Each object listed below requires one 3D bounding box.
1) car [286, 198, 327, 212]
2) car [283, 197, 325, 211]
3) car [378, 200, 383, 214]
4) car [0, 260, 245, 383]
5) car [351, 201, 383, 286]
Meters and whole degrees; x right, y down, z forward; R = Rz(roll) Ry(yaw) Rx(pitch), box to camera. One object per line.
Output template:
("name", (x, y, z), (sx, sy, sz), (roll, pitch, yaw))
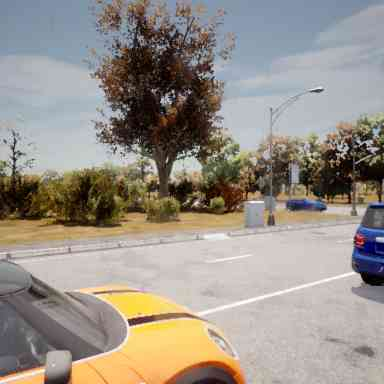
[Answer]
("car", (13.166, 1.478, 38.433), (1.882, 1.535, 5.008), (0, 0, -32))
("car", (14.387, 1.490, 43.047), (2.128, 1.511, 4.902), (0, 0, -32))
("car", (21.720, 1.547, 32.948), (2.033, 1.411, 5.357), (0, 0, -43))
("car", (-1.719, 1.352, 2.519), (4.553, 1.767, 2.097), (0, 0, -36))
("car", (6.186, 1.221, 8.170), (5.566, 2.045, 2.150), (0, 0, -35))
